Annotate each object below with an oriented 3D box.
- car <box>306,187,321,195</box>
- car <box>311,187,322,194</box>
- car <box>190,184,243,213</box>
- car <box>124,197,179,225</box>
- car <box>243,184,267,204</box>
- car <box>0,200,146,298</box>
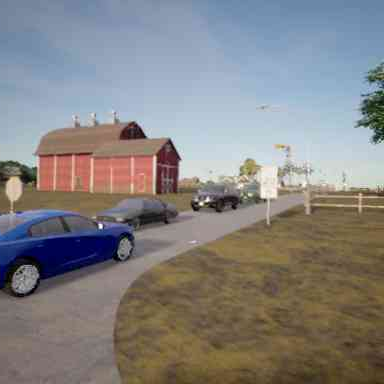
[{"bbox_3d":[22.391,-0.149,62.018,2.033,1.411,5.357,1,1,25],"label":"car"},{"bbox_3d":[26.833,-0.376,71.579,1.837,1.490,4.892,1,1,25],"label":"car"},{"bbox_3d":[1.880,0.392,25.727,2.150,2.045,5.566,1,2,26],"label":"car"},{"bbox_3d":[-2.559,0.974,16.414,2.033,1.411,5.357,1,2,25],"label":"car"},{"bbox_3d":[6.494,0.136,35.404,2.150,2.045,5.566,1,2,26],"label":"car"},{"bbox_3d":[-3.343,1.155,7.888,1.882,1.535,5.008,1,2,25],"label":"car"}]
